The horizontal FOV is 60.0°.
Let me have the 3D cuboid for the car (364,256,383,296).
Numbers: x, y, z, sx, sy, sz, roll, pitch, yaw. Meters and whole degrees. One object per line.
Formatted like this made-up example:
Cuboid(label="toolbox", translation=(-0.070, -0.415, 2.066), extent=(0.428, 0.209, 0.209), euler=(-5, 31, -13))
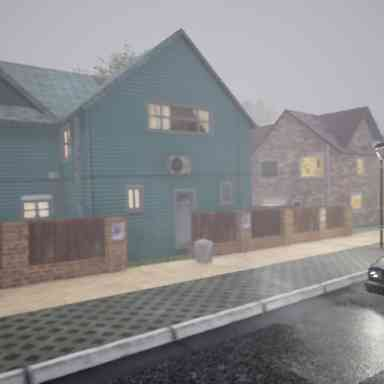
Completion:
Cuboid(label="car", translation=(6.046, 1.530, 7.567), extent=(5.357, 1.411, 2.033), euler=(0, 0, -37))
